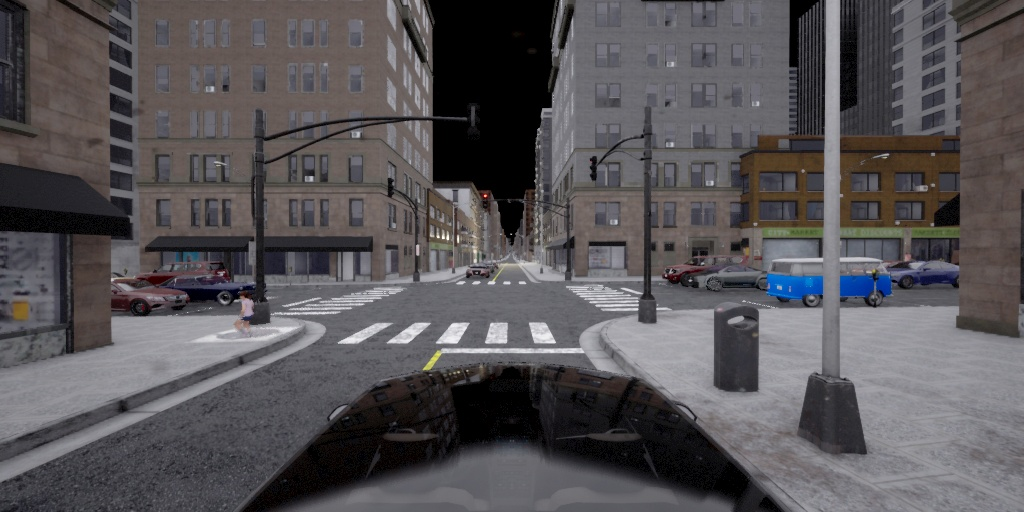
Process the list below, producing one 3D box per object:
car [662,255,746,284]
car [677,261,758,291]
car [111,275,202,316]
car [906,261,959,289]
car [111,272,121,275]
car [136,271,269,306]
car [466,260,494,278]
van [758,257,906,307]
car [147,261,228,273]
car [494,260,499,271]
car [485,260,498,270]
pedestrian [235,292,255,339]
[{"bbox_3d":[12.090,0.872,22.298,5.009,1.841,2.192,0,0,0],"label":"car"},{"bbox_3d":[11.751,1.144,19.631,4.181,1.385,1.994,-1,0,0],"label":"car"},{"bbox_3d":[-14.822,1.528,13.697,4.207,1.307,1.802,0,0,0],"label":"car"},{"bbox_3d":[22.259,0.976,19.668,4.674,1.442,1.812,-1,0,0],"label":"car"},{"bbox_3d":[-26.026,1.551,22.192,4.829,1.417,1.751,0,0,0],"label":"car"},{"bbox_3d":[-13.959,1.517,16.362,4.718,1.301,1.895,-1,0,0],"label":"car"},{"bbox_3d":[-3.096,1.319,33.643,1.994,1.385,4.181,0,0,1],"label":"car"},{"bbox_3d":[12.114,0.957,13.772,3.998,1.789,1.690,0,0,0],"label":"van"},{"bbox_3d":[-20.351,1.271,22.207,5.009,1.841,2.192,0,0,0],"label":"car"},{"bbox_3d":[-3.105,1.256,43.836,2.128,1.511,4.902,0,0,0],"label":"car"},{"bbox_3d":[-3.090,1.306,55.561,1.812,1.442,4.674,0,0,0],"label":"car"},{"bbox_3d":[-5.934,1.271,8.040,0.500,1.100,0.500,0,0,0],"label":"pedestrian"}]
